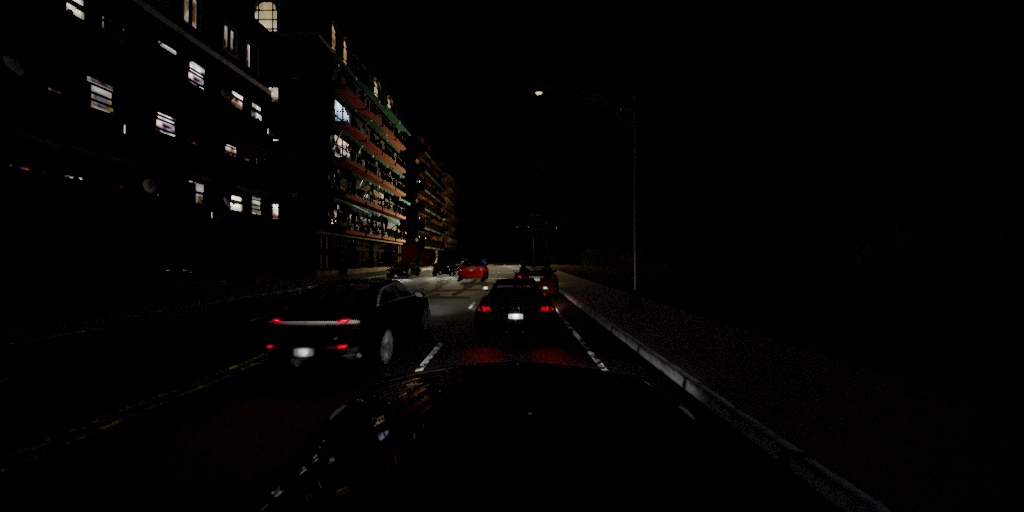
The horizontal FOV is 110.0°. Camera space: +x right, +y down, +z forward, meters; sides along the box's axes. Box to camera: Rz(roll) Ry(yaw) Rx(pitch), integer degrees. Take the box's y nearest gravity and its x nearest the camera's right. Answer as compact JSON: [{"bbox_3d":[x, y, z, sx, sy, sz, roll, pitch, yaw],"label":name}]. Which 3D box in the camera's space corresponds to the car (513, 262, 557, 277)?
[{"bbox_3d":[1.144,1.102,18.563,2.097,1.767,4.553,0,0,0],"label":"car"}]

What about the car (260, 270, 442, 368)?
[{"bbox_3d":[-3.151,1.242,7.848,2.128,1.511,4.902,0,0,0],"label":"car"}]

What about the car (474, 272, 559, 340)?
[{"bbox_3d":[0.097,1.315,9.983,1.994,1.385,4.181,0,0,0],"label":"car"}]

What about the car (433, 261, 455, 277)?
[{"bbox_3d":[-6.587,1.255,35.508,1.837,1.490,4.892,0,0,0],"label":"car"}]

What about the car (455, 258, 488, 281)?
[{"bbox_3d":[-3.133,1.102,29.772,2.097,1.767,4.553,0,0,0],"label":"car"}]

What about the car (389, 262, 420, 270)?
[{"bbox_3d":[-9.839,1.298,33.073,2.033,1.411,5.357,0,0,0],"label":"car"}]
